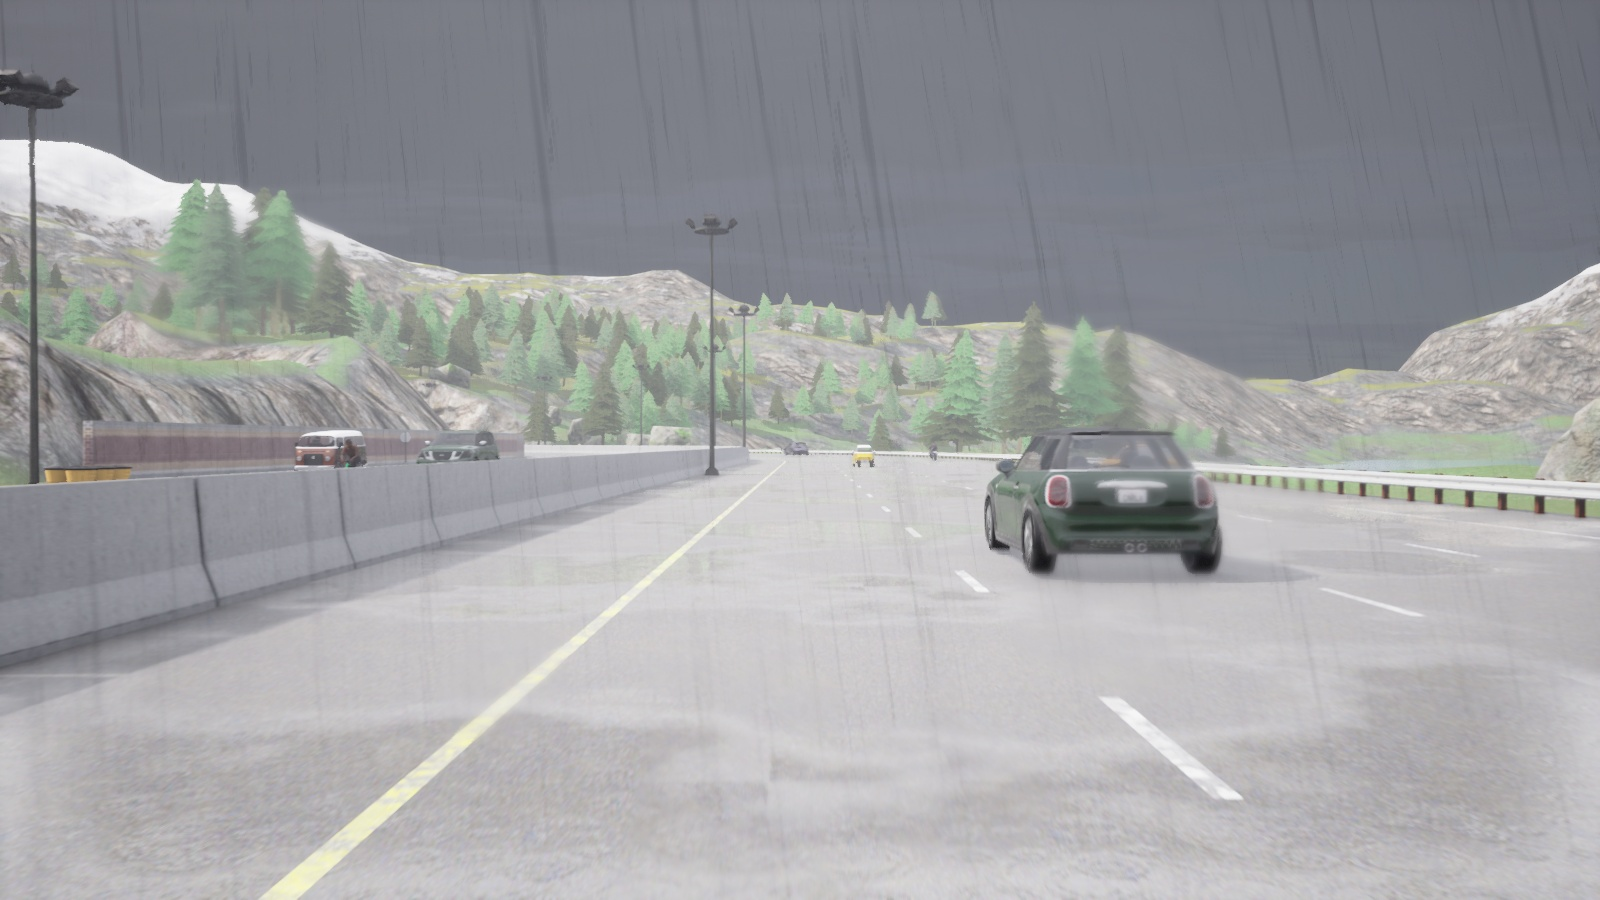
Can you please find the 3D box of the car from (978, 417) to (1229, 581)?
[{"bbox_3d":[3.607,0.518,15.892,2.097,1.767,4.553,0,0,0],"label":"car"}]

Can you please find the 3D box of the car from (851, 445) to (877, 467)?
[{"bbox_3d":[3.965,0.364,78.182,1.481,1.376,2.207,0,1,0],"label":"car"}]

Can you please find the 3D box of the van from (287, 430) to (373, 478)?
[{"bbox_3d":[-20.665,0.133,55.458,2.069,2.038,4.480,0,1,0],"label":"van"}]

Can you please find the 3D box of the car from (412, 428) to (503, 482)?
[{"bbox_3d":[-13.690,0.171,50.563,2.150,2.045,5.566,0,0,0],"label":"car"}]
